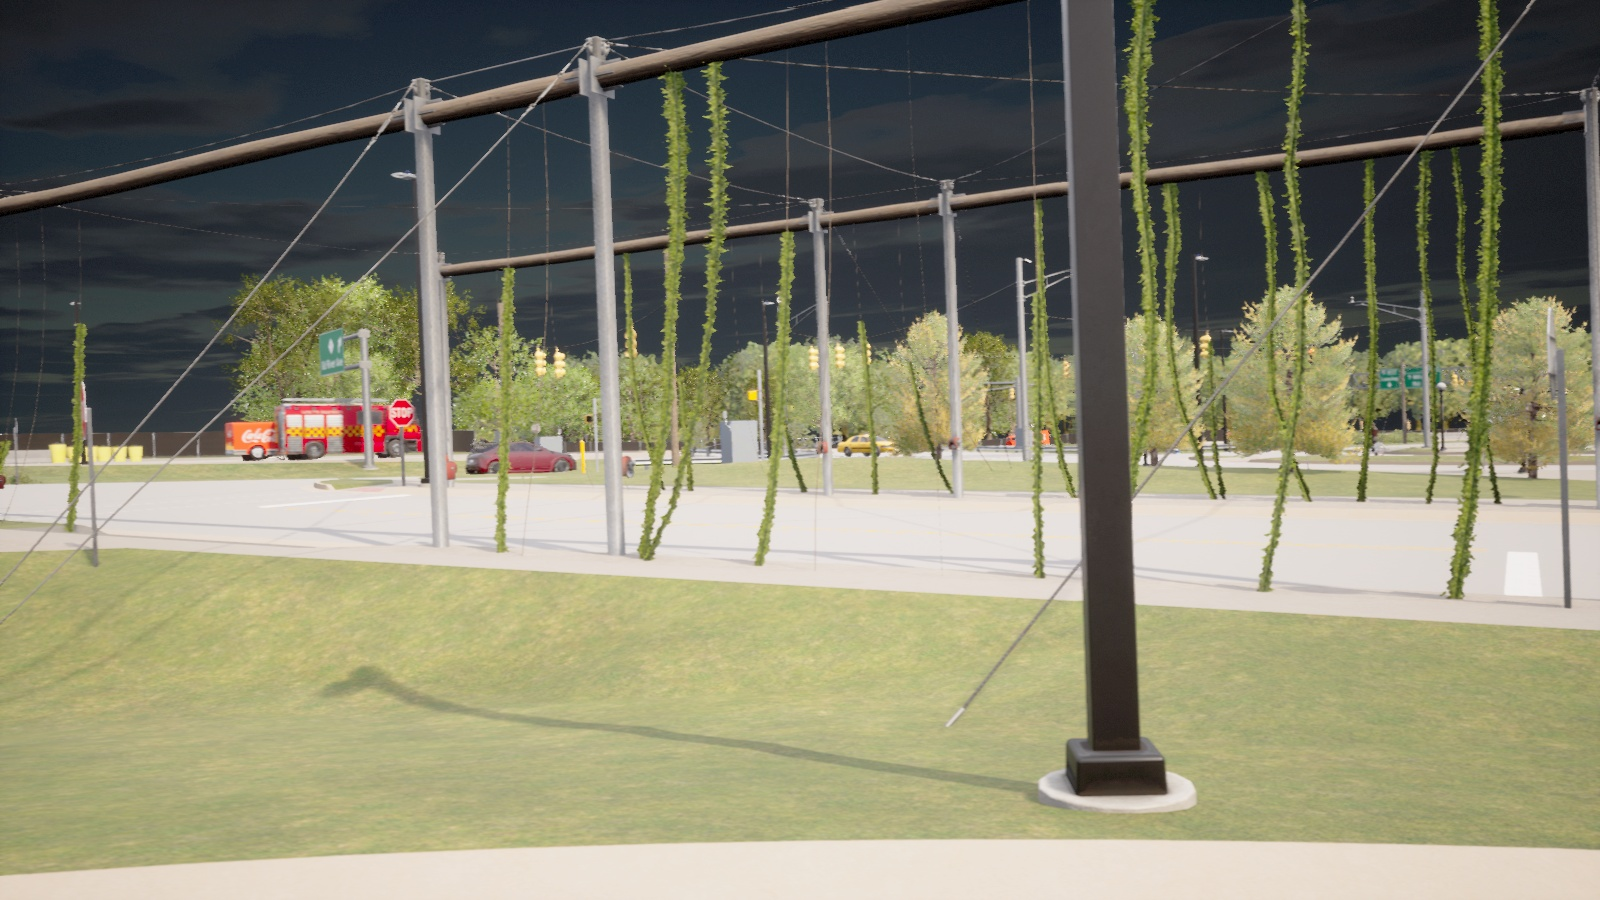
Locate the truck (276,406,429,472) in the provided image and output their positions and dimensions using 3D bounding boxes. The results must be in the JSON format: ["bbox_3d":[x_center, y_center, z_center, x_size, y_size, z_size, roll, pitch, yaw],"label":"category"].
[{"bbox_3d":[-28.151,-0.725,79.129,8.468,3.827,2.891,-2,0,-35],"label":"truck"}]

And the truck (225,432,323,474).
[{"bbox_3d":[-33.387,0.173,79.687,5.204,2.467,2.627,-2,0,-35],"label":"truck"}]

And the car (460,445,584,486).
[{"bbox_3d":[-10.751,0.593,48.700,4.181,1.385,1.994,-2,0,-36],"label":"car"}]

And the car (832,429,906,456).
[{"bbox_3d":[4.503,-0.467,82.615,1.801,1.575,5.366,-3,0,-36],"label":"car"}]
